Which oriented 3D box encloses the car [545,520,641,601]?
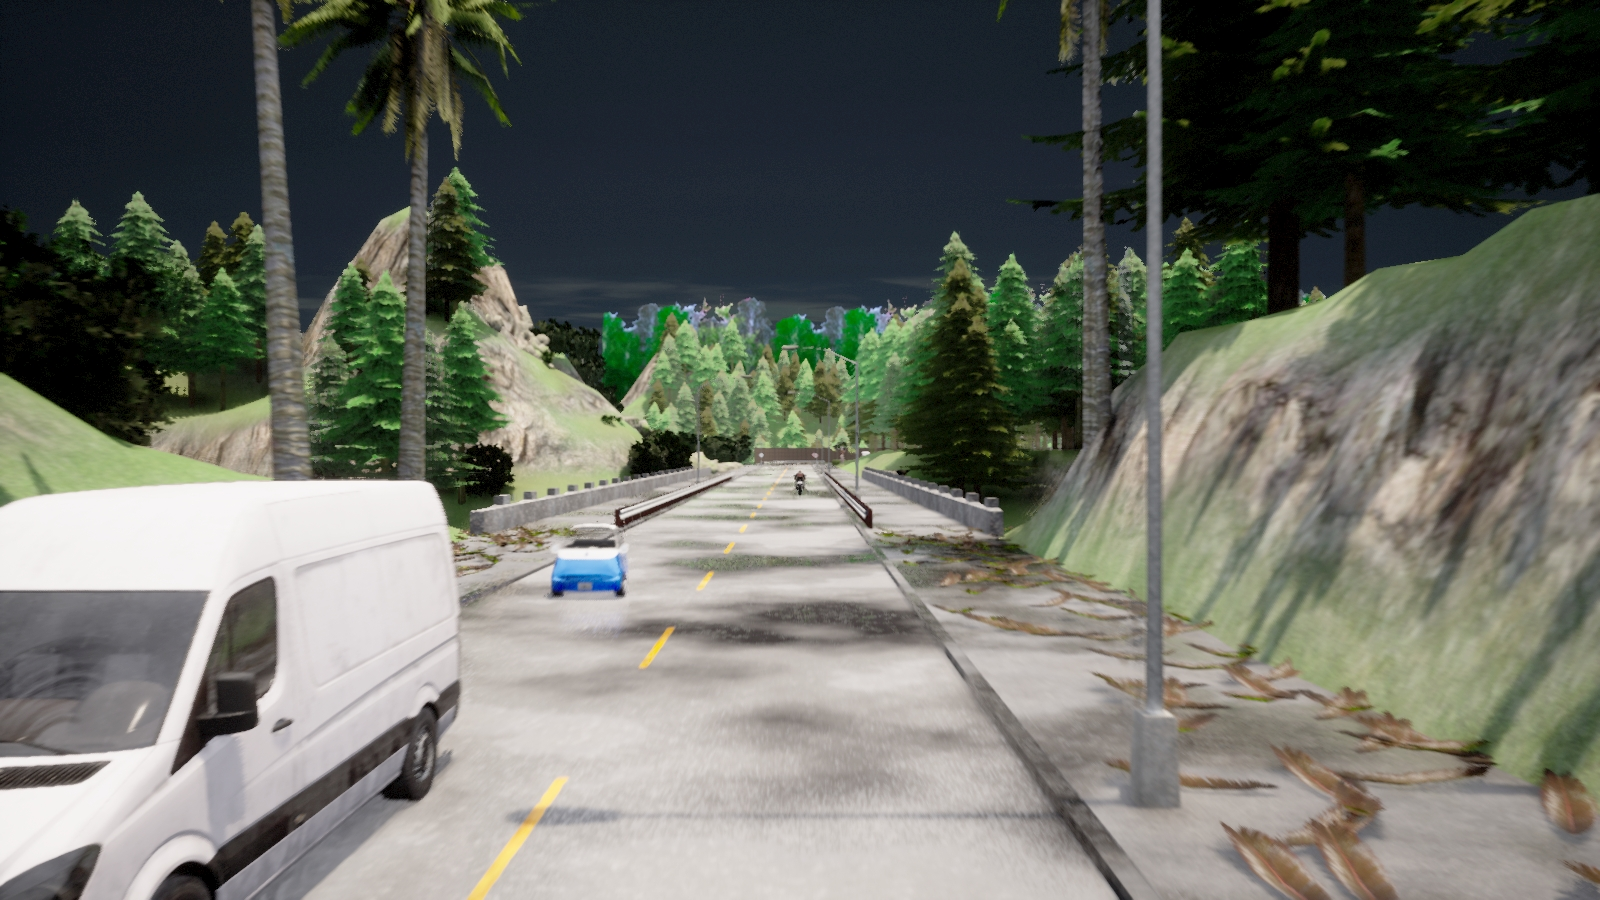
[{"bbox_3d":[-4.001,2.122,22.349,1.481,1.376,2.207,0,0,0],"label":"car"}]

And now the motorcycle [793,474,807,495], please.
[{"bbox_3d":[0.004,2.206,73.750,0.867,1.251,2.209,0,0,0],"label":"motorcycle"}]

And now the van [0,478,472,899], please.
[{"bbox_3d":[-3.990,1.534,7.498,1.988,2.561,5.915,0,0,0],"label":"van"}]
